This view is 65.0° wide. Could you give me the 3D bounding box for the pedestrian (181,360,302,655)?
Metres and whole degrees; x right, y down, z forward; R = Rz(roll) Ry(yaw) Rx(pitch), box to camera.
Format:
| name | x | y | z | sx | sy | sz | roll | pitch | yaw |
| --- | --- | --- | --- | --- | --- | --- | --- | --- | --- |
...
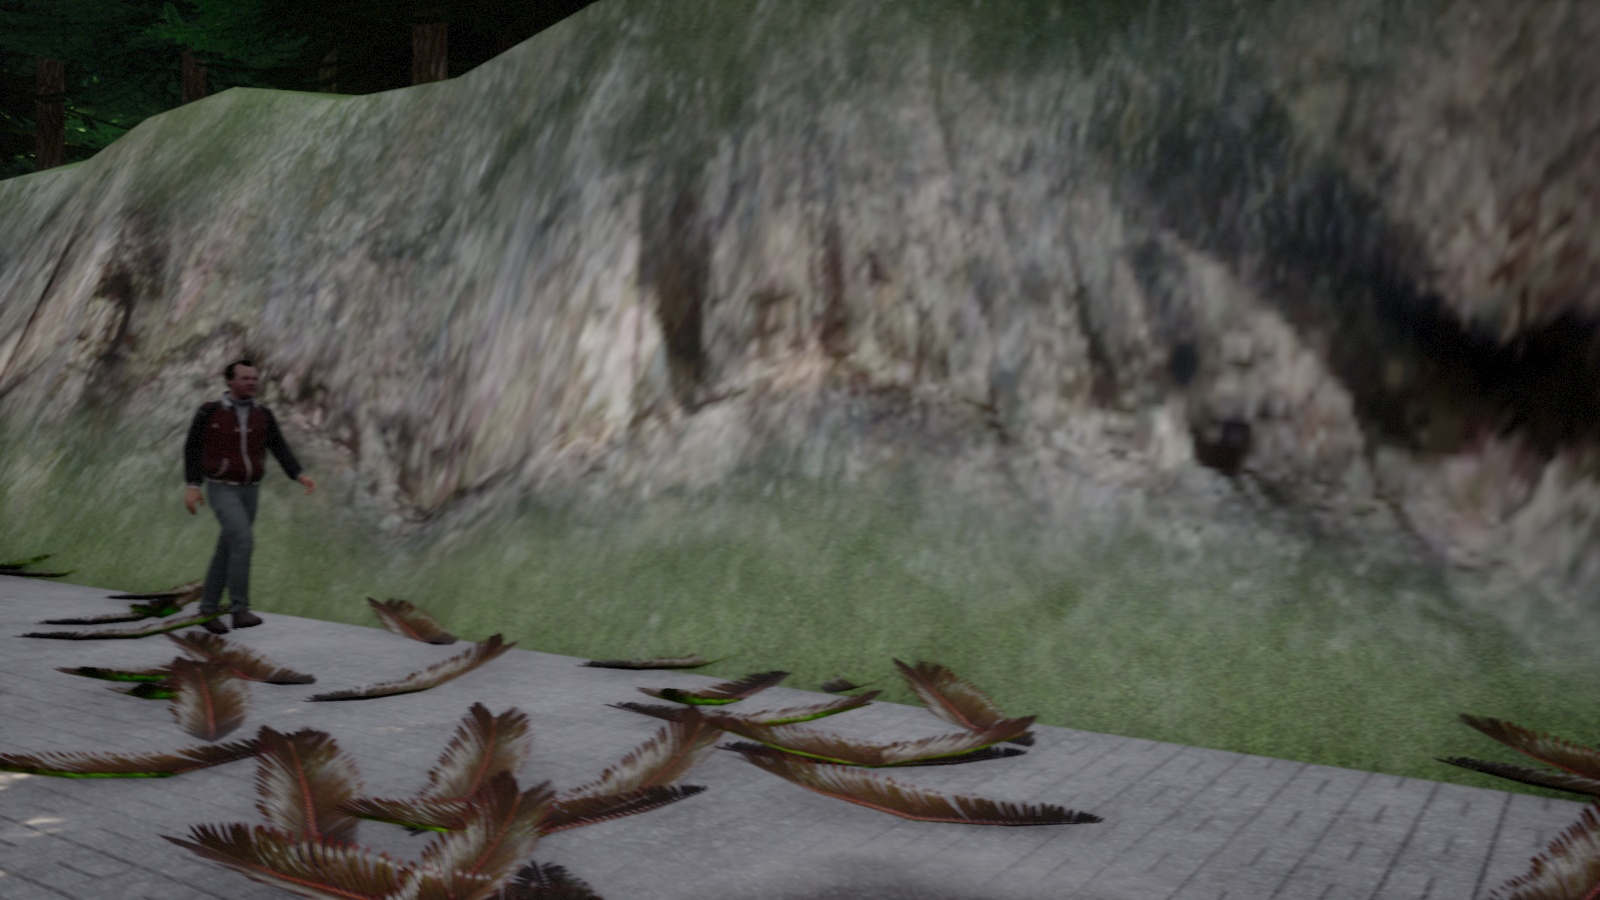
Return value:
| name | x | y | z | sx | sy | sz | roll | pitch | yaw |
| --- | --- | --- | --- | --- | --- | --- | --- | --- | --- |
| pedestrian | -3.663 | 0.358 | 8.234 | 0.720 | 1.854 | 0.376 | 0 | 1 | 34 |
